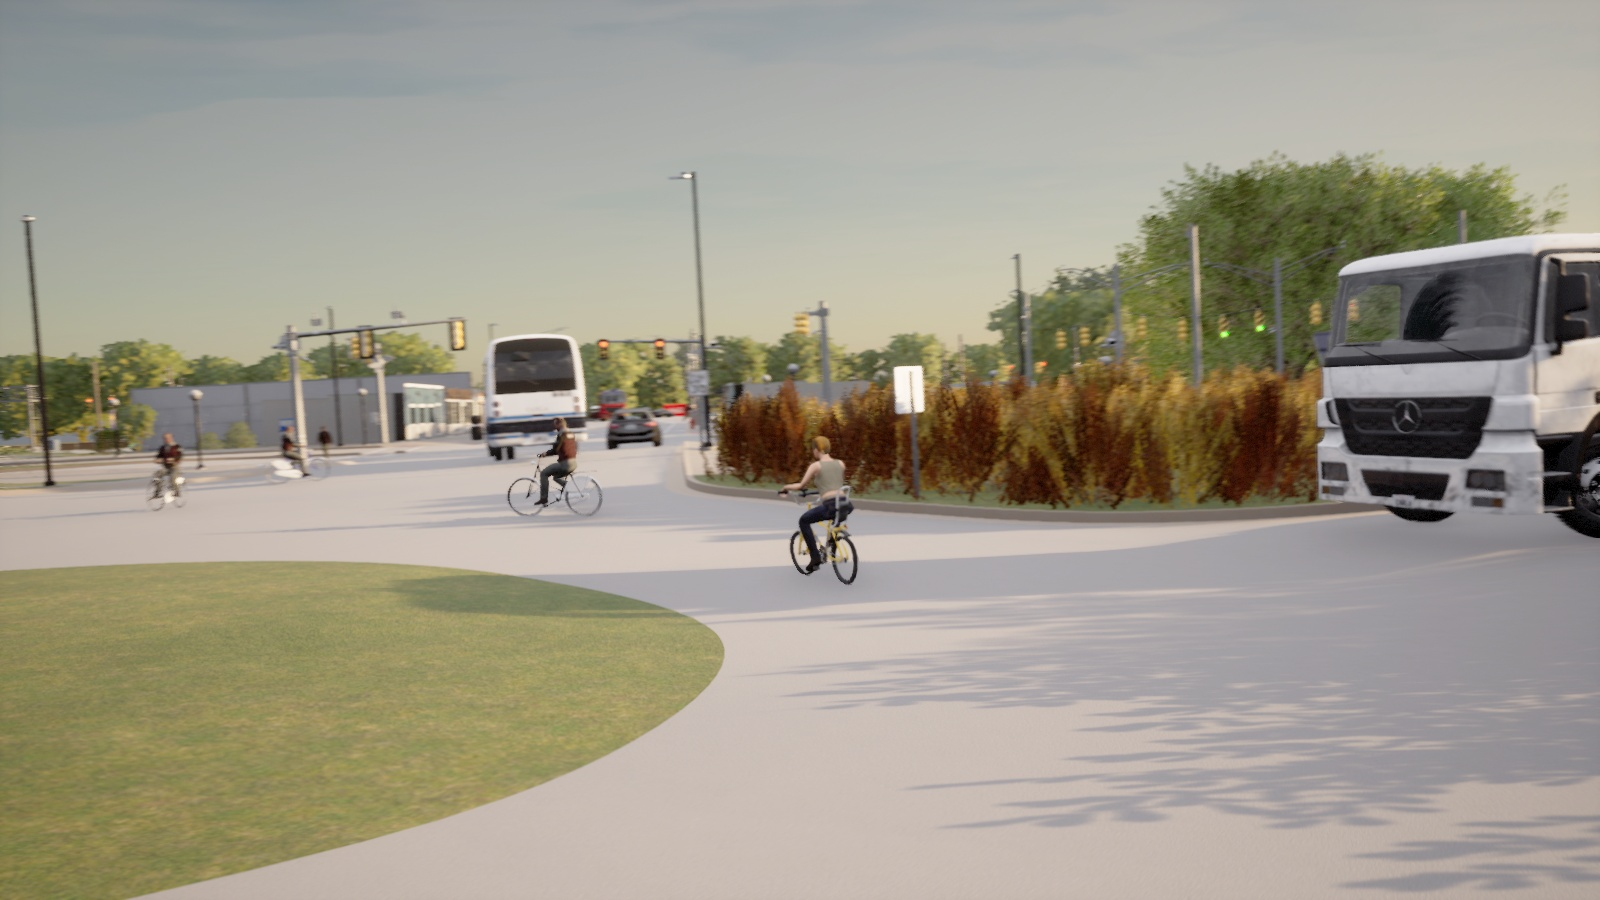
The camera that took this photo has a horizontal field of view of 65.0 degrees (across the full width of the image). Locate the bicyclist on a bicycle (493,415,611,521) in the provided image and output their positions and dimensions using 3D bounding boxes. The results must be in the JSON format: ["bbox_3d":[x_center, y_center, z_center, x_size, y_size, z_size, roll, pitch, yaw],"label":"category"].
[{"bbox_3d":[-4.337,0.322,21.961,1.843,1.776,0.659,-1,4,18],"label":"bicyclist on a bicycle"}]

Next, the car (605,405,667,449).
[{"bbox_3d":[-6.914,-0.979,53.381,2.242,1.667,4.611,-4,1,-4],"label":"car"}]

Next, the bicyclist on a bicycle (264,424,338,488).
[{"bbox_3d":[-15.120,0.180,38.090,1.843,1.776,0.659,-6,3,-35],"label":"bicyclist on a bicycle"}]

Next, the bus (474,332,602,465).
[{"bbox_3d":[-10.141,-1.843,47.557,3.944,4.253,10.273,-5,2,-14],"label":"bus"}]

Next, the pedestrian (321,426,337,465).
[{"bbox_3d":[-22.456,-0.215,59.848,0.431,1.840,0.703,-4,3,-7],"label":"pedestrian"}]

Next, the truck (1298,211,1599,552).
[{"bbox_3d":[10.394,-0.980,15.584,7.936,3.462,2.891,-4,3,-22],"label":"truck"}]

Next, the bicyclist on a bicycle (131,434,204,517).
[{"bbox_3d":[-14.363,0.542,28.554,0.659,1.776,1.843,-4,1,-2],"label":"bicyclist on a bicycle"}]

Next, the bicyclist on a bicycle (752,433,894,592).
[{"bbox_3d":[0.231,0.643,13.983,0.866,1.612,1.509,-5,3,-28],"label":"bicyclist on a bicycle"}]

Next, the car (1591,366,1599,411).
[{"bbox_3d":[27.439,-2.028,40.152,1.970,1.475,3.806,-3,2,3],"label":"car"}]
